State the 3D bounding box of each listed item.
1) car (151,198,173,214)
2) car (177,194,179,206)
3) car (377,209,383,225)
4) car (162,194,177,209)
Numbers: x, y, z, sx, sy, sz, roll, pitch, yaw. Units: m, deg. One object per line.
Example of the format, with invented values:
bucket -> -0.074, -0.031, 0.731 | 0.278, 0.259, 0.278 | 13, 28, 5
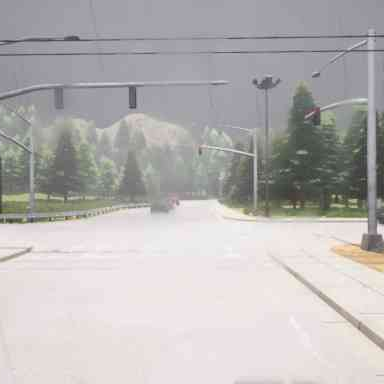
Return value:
car -> -3.548, 1.718, 37.646 | 1.895, 1.301, 4.718 | 0, 0, 0
car -> -3.394, 1.383, 58.098 | 2.150, 2.045, 5.566 | 0, 1, 1
car -> 14.611, 1.362, 22.105 | 4.553, 1.767, 2.097 | 0, 0, 1
car -> -3.525, 1.487, 44.768 | 2.097, 1.767, 4.553 | 0, 0, 0
